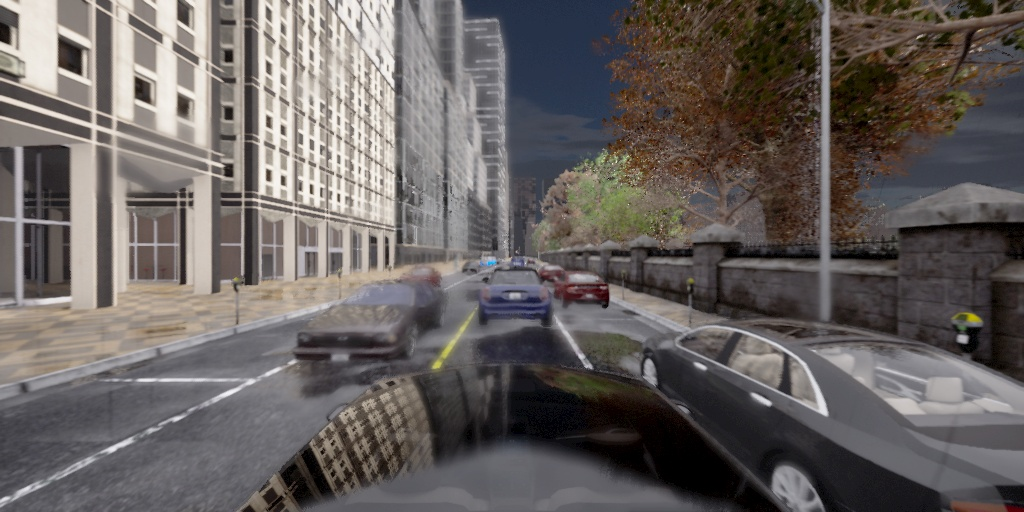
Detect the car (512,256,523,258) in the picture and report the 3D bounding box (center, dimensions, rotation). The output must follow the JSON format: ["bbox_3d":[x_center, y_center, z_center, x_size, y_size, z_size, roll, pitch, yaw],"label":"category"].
[{"bbox_3d":[0.971,0.957,59.875,2.150,2.045,5.566,0,0,2],"label":"car"}]

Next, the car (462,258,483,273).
[{"bbox_3d":[-4.868,1.302,43.287,1.948,1.339,4.313,0,0,1],"label":"car"}]

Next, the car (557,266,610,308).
[{"bbox_3d":[2.760,1.290,14.906,1.888,1.381,4.507,0,0,0],"label":"car"}]

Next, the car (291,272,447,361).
[{"bbox_3d":[-2.830,1.294,8.602,2.033,1.411,5.357,0,0,0],"label":"car"}]

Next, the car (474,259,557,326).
[{"bbox_3d":[0.085,1.098,11.823,2.097,1.767,4.553,0,0,0],"label":"car"}]

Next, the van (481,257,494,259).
[{"bbox_3d":[-4.442,1.075,60.166,1.690,1.789,3.998,0,0,2],"label":"van"}]

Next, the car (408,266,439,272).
[{"bbox_3d":[-5.215,1.287,20.785,1.888,1.381,4.507,0,0,0],"label":"car"}]

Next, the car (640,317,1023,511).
[{"bbox_3d":[2.712,1.300,3.626,2.007,1.370,4.403,0,0,0],"label":"car"}]
